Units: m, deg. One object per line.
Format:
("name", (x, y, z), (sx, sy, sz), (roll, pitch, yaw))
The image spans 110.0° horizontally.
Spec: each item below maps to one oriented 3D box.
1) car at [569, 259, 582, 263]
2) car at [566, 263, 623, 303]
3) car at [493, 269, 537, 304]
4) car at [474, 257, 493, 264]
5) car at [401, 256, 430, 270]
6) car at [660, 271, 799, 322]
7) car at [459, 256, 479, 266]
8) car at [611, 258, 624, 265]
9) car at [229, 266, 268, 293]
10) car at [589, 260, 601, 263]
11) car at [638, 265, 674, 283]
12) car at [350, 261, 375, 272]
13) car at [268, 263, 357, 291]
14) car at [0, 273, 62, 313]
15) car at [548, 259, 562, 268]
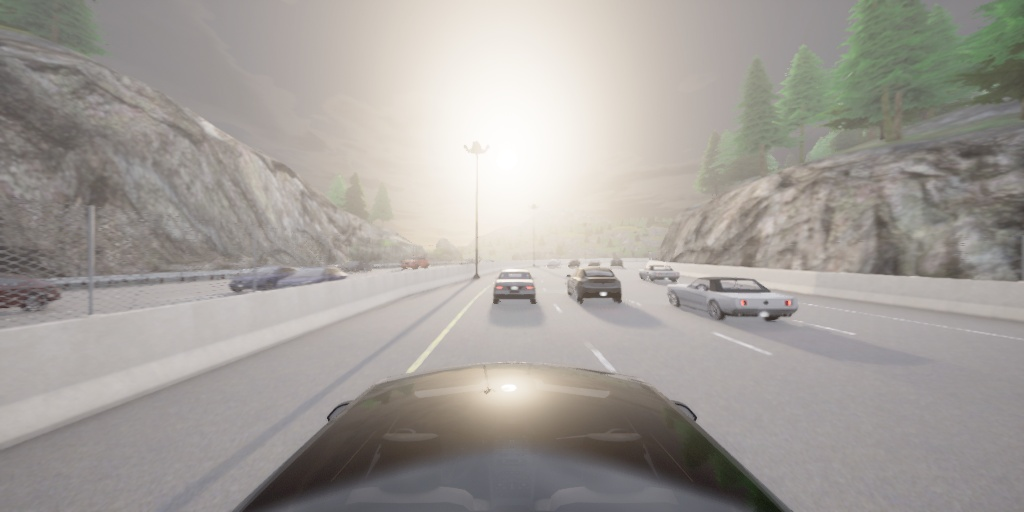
("car", (11.158, 1.261, 63.177), (1.837, 1.490, 4.892), (0, 0, 17))
("car", (3.698, 1.256, 16.643), (1.837, 1.490, 4.892), (0, 0, 2))
("car", (0.158, 1.298, 16.443), (2.033, 1.411, 5.357), (0, 0, 1))
("car", (-4.341, 1.271, 60.846), (1.812, 1.442, 4.674), (0, 0, 15))
("car", (-13.722, 0.965, 51.392), (2.150, 2.045, 5.566), (0, 0, 12))
("car", (7.117, 1.354, 12.323), (1.895, 1.301, 4.718), (0, 0, 0))
("car", (-7.589, 1.236, 62.259), (1.837, 1.490, 4.892), (0, 0, 15))
("car", (18.093, 1.111, 61.767), (2.097, 1.767, 4.553), (0, 0, 17))
("car", (-13.864, 1.269, 20.773), (1.812, 1.442, 4.674), (0, 0, 3))
("car", (14.577, 1.358, 62.669), (1.895, 1.301, 4.718), (0, 0, 17))
("car", (11.354, 1.357, 28.072), (1.895, 1.301, 4.718), (0, 0, 5))
("car", (-18.734, 1.288, 43.324), (2.033, 1.411, 5.357), (0, 0, 9))
("car", (-10.414, 1.270, 19.194), (1.812, 1.442, 4.674), (0, 0, 2))
("car", (-17.557, 1.267, 11.285), (1.812, 1.442, 4.674), (0, 0, 1))
("car", (7.599, 1.279, 63.611), (1.812, 1.442, 4.674), (0, 0, 17))
